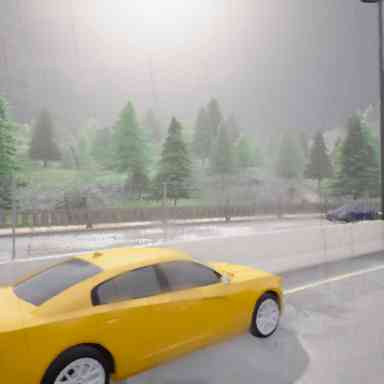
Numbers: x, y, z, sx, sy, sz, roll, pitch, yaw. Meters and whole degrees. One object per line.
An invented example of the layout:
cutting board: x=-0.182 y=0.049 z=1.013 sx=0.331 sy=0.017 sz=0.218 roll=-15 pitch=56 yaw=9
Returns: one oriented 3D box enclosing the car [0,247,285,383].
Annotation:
car: x=-0.618 y=1.584 z=5.014 sx=5.008 sy=1.535 sz=1.882 roll=0 pitch=-1 yaw=-39
